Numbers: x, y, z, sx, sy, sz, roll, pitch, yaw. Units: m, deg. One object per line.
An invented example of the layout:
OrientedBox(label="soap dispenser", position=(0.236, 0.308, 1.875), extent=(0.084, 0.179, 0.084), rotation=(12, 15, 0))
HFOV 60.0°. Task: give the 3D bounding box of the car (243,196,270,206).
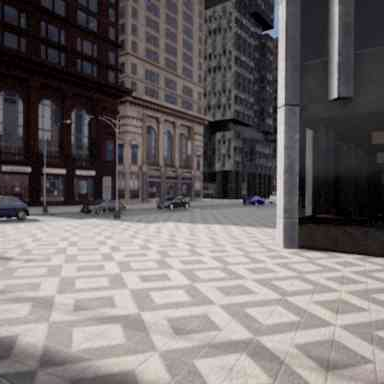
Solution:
OrientedBox(label="car", position=(9.290, 1.340, 49.397), extent=(1.882, 1.535, 5.008), rotation=(1, 0, 36))

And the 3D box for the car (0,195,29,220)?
OrientedBox(label="car", position=(-13.754, 1.076, 22.764), extent=(2.097, 1.767, 4.553), rotation=(1, 0, 37))

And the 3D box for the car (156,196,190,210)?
OrientedBox(label="car", position=(-2.138, 1.290, 38.916), extent=(1.837, 1.490, 4.892), rotation=(1, 0, 36))

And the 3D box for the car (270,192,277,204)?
OrientedBox(label="car", position=(15.237, 1.110, 57.725), extent=(2.150, 2.045, 5.566), rotation=(1, 0, 37))

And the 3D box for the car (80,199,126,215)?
OrientedBox(label="car", position=(-8.109, 1.319, 30.598), extent=(1.994, 1.385, 4.181), rotation=(1, 0, 36))
